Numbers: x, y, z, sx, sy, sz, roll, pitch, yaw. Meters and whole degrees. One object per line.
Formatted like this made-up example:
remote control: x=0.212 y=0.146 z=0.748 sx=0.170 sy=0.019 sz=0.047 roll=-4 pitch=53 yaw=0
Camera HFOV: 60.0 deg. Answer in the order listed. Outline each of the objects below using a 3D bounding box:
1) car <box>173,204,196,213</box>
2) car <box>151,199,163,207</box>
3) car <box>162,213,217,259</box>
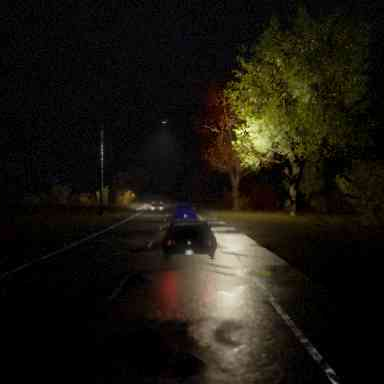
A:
car: x=-0.630 y=1.786 z=29.322 sx=1.882 sy=1.535 sz=5.008 roll=0 pitch=0 yaw=-2
car: x=-6.738 y=2.054 z=64.318 sx=2.097 sy=1.767 sz=4.553 roll=0 pitch=-1 yaw=-5
car: x=-0.112 y=1.740 z=13.265 sx=1.895 sy=1.301 sz=4.718 roll=0 pitch=-1 yaw=-1
